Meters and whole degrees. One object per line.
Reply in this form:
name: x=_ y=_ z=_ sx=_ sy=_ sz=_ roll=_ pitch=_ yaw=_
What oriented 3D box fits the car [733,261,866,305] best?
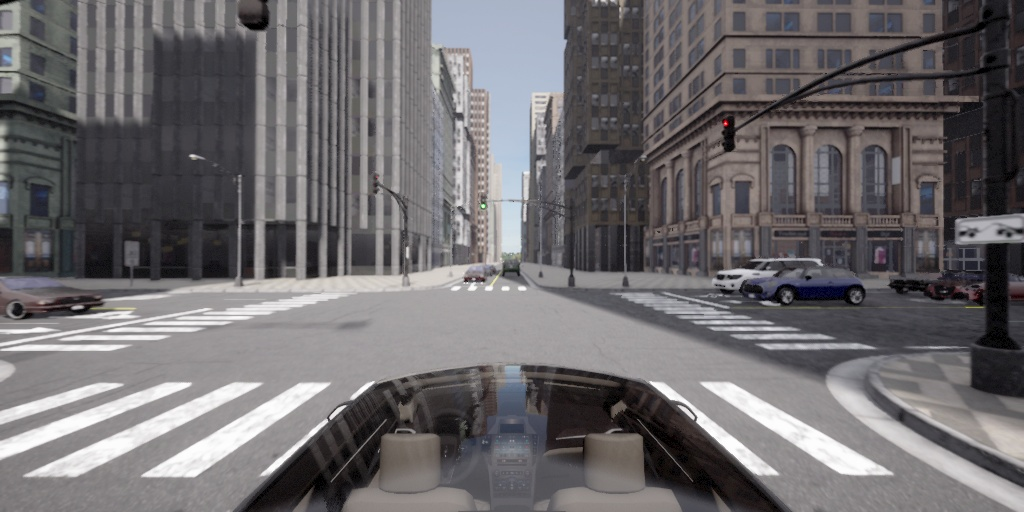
car: x=13.191 y=1.239 z=16.435 sx=4.553 sy=1.767 sz=2.097 roll=0 pitch=0 yaw=-1

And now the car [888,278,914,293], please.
car: x=23.858 y=1.508 z=19.758 sx=4.718 sy=1.301 sz=1.895 roll=0 pitch=0 yaw=-1

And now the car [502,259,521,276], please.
car: x=-0.105 y=1.422 z=45.169 sx=2.150 sy=2.045 sz=5.566 roll=0 pitch=-1 yaw=0

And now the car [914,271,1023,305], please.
car: x=21.828 y=1.452 z=16.502 sx=4.181 sy=1.385 sz=1.994 roll=0 pitch=0 yaw=-1

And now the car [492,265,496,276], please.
car: x=-3.282 y=1.725 z=42.214 sx=1.994 sy=1.385 sz=4.181 roll=0 pitch=-1 yaw=0

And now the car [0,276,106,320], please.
car: x=-17.874 y=1.417 z=12.803 sx=5.357 sy=1.411 sz=2.033 roll=0 pitch=0 yaw=5

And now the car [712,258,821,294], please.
car: x=14.095 y=1.129 z=19.694 sx=5.566 sy=2.045 sz=2.150 roll=0 pitch=0 yaw=0

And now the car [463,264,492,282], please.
car: x=-3.227 y=1.610 z=32.753 sx=2.033 sy=1.411 sz=5.357 roll=0 pitch=-1 yaw=0
